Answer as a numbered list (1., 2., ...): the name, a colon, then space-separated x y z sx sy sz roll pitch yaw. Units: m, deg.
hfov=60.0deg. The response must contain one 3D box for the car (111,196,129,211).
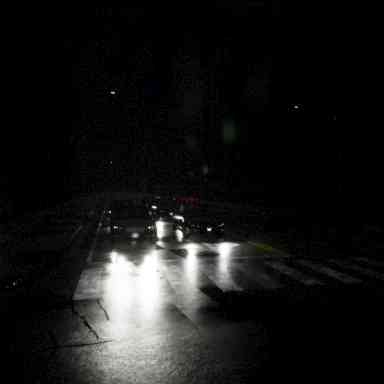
1. car: -7.896 1.188 36.246 1.812 1.442 4.674 1 0 -14

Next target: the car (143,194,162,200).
1. car: -4.517 1.250 36.072 2.033 1.411 5.357 1 0 -14

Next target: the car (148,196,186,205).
1. car: -2.064 1.290 25.951 1.837 1.490 4.892 1 0 -14

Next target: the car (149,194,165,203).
1. car: -6.016 1.058 56.407 2.128 1.511 4.902 1 0 -14

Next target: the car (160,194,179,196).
1. car: -3.659 1.199 46.925 2.033 1.411 5.357 1 0 -13

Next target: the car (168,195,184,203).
1. car: -2.867 1.200 57.203 1.895 1.301 4.718 1 0 -14

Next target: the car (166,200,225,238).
1. car: 0.166 1.363 16.746 1.837 1.490 4.892 1 0 -14

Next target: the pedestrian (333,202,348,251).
1. pedestrian: 5.495 1.234 12.352 0.375 1.860 0.375 1 0 -14

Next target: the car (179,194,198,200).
1. car: -0.495 1.036 47.609 2.097 1.767 4.553 1 0 -13

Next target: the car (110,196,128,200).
1. car: -5.124 1.303 24.778 2.033 1.411 5.357 1 0 -14

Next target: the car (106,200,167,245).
1. car: -2.679 1.326 14.709 2.128 1.511 4.902 1 0 -14
